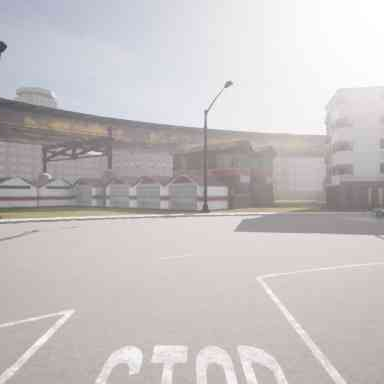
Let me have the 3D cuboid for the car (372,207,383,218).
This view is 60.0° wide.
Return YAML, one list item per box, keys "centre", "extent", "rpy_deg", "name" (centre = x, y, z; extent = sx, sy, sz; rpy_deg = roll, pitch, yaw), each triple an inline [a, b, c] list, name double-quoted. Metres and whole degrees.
- centre: [17.423, 1.525, 27.469]
  extent: [4.674, 1.442, 1.812]
  rpy_deg: [0, 0, 3]
  name: "car"
